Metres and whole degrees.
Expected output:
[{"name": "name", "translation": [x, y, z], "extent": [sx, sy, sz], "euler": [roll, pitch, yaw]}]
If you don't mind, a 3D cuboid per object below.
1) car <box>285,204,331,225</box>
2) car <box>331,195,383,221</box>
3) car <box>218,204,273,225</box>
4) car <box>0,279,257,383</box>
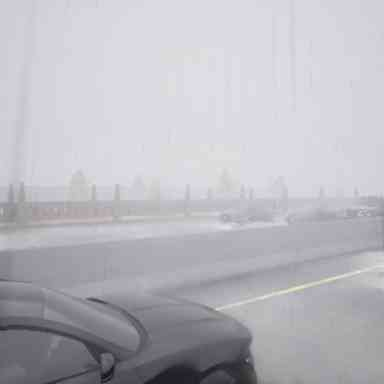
[{"name": "car", "translation": [8.467, 1.537, 22.860], "extent": [4.674, 1.442, 1.812], "euler": [0, 0, -34]}, {"name": "car", "translation": [11.360, 1.233, 20.616], "extent": [5.566, 2.045, 2.150], "euler": [0, 0, -35]}, {"name": "car", "translation": [3.879, 1.573, 23.901], "extent": [4.181, 1.385, 1.994], "euler": [0, 0, -35]}, {"name": "car", "translation": [-1.656, 1.478, 2.565], "extent": [5.008, 1.535, 1.882], "euler": [0, 0, -36]}]
